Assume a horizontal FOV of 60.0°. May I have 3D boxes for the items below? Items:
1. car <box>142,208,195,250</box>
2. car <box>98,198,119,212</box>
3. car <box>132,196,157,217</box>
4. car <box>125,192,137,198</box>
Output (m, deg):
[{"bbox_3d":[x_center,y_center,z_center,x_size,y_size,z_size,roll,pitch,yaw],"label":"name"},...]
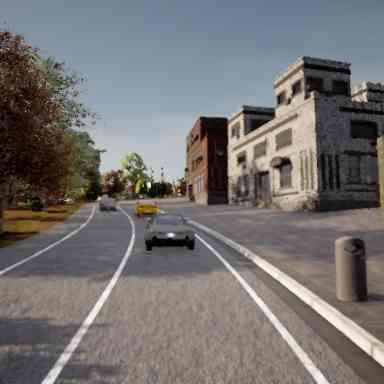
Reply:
[{"bbox_3d":[-1.035,1.597,14.557,1.994,1.385,4.181,0,0,-7],"label":"car"},{"bbox_3d":[-9.343,1.436,37.044,1.837,1.490,4.892,1,0,-15],"label":"car"},{"bbox_3d":[-4.517,1.504,32.096,1.882,1.535,5.008,1,0,-14],"label":"car"},{"bbox_3d":[-13.971,0.756,77.341,2.097,1.767,4.553,-1,0,10],"label":"car"}]
